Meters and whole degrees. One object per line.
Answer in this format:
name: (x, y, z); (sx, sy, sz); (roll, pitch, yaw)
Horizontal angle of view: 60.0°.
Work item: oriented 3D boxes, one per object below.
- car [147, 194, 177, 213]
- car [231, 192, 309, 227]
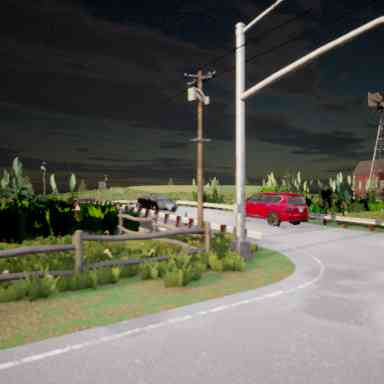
car: (-2.973, 0.907, 27.563); (2.128, 1.511, 4.902); (0, 2, -32)
car: (4.947, 1.024, 21.804); (2.150, 2.045, 5.566); (0, 3, -33)
